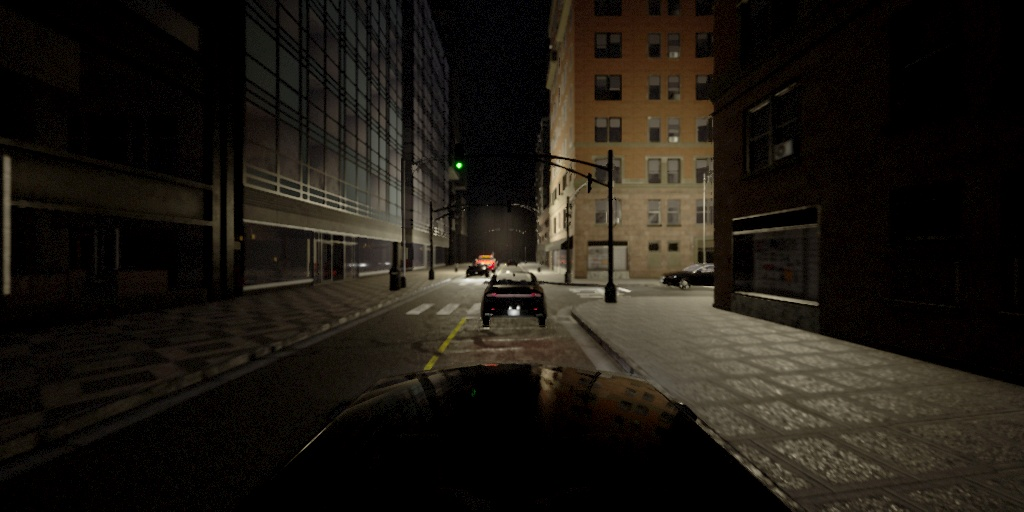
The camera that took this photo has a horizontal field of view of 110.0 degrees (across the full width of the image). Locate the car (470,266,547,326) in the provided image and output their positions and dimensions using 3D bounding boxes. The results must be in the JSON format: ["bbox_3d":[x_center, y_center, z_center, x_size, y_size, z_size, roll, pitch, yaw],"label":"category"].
[{"bbox_3d":[0.068,1.237,11.660,2.128,1.511,4.902,0,0,0],"label":"car"}]

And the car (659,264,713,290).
[{"bbox_3d":[11.320,1.199,21.265,4.902,1.511,2.128,0,0,0],"label":"car"}]

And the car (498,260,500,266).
[{"bbox_3d":[-3.123,1.238,52.658,1.812,1.442,4.674,0,0,0],"label":"car"}]

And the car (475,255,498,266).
[{"bbox_3d":[-3.114,0.942,42.763,2.150,2.045,5.566,0,0,0],"label":"car"}]

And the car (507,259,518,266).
[{"bbox_3d":[0.064,1.229,64.217,1.812,1.442,4.674,0,0,0],"label":"car"}]

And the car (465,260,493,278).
[{"bbox_3d":[-3.115,1.292,33.344,1.994,1.385,4.181,0,0,0],"label":"car"}]
